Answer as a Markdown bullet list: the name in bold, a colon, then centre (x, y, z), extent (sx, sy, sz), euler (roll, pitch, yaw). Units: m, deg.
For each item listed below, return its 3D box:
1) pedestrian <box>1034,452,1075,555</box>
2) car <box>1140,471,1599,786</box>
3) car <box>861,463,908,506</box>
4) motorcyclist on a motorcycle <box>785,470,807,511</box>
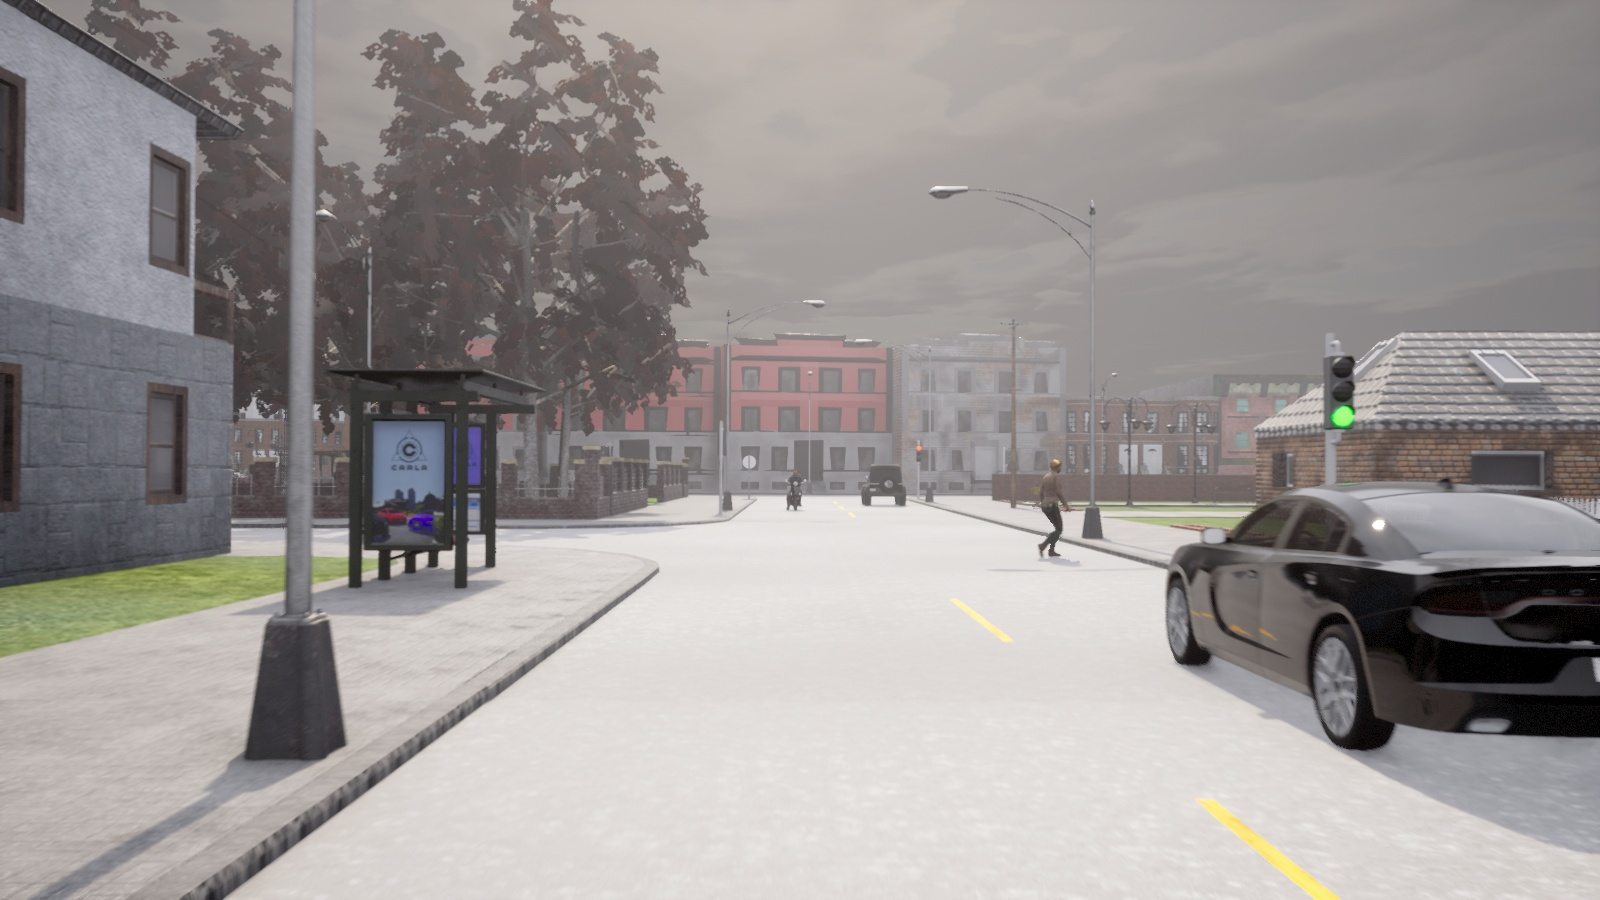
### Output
- **pedestrian**: centre (4.587, 0.953, 22.622), extent (0.634, 1.846, 0.331), euler (0, -1, -20)
- **car**: centre (3.976, 0.922, 8.701), extent (1.882, 1.535, 5.008), euler (0, -1, 0)
- **car**: centre (3.853, 1.564, 57.883), extent (1.905, 1.878, 3.866), euler (0, -1, 0)
- **motorcyclist on a motorcycle**: centre (-0.171, 1.608, 50.129), extent (0.866, 1.590, 1.817), euler (0, -1, -1)
